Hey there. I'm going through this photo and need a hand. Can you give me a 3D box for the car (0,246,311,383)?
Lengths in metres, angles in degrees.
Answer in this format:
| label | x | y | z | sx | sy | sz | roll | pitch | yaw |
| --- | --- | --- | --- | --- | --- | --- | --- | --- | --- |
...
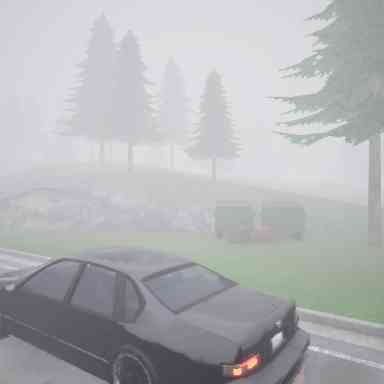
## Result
| label | x | y | z | sx | sy | sz | roll | pitch | yaw |
| --- | --- | --- | --- | --- | --- | --- | --- | --- | --- |
| car | -1.174 | 1.547 | 4.831 | 5.357 | 1.411 | 2.033 | 0 | 0 | 36 |
